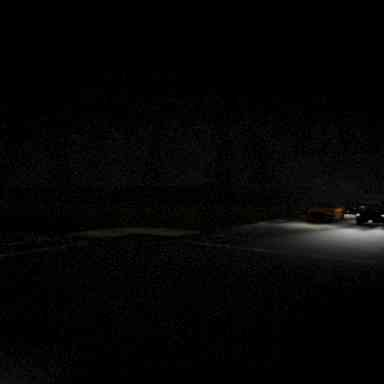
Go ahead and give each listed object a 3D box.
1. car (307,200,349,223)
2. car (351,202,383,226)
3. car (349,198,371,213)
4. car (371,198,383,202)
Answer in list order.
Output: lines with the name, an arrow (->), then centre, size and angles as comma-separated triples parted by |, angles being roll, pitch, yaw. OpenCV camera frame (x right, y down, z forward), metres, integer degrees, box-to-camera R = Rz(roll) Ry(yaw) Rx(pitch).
car -> 10.600, 1.476, 26.204 | 1.882, 1.535, 5.008 | 0, 0, 36
car -> 12.877, 1.601, 23.395 | 1.895, 1.301, 4.718 | 0, 0, 36
car -> 16.871, 1.547, 34.795 | 2.033, 1.411, 5.357 | 0, 0, 36
car -> 18.823, 1.492, 31.544 | 2.128, 1.511, 4.902 | 0, 0, 36
